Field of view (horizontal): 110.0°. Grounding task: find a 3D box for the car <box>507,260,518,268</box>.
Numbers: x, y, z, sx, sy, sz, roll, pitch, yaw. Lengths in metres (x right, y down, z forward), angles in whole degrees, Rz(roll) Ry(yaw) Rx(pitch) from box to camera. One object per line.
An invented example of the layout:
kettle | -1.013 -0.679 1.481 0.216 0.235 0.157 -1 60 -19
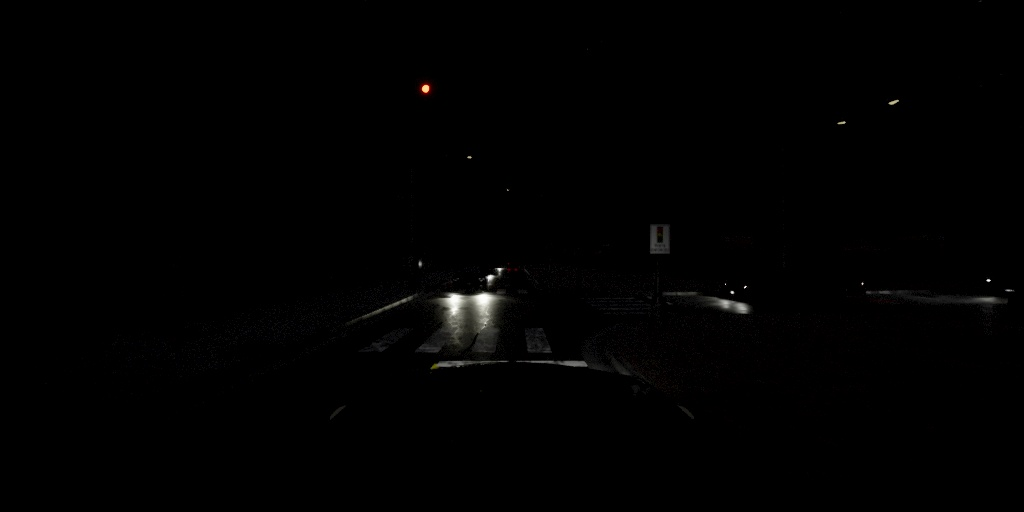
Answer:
car | 0.061 1.389 62.383 1.895 1.301 4.718 0 0 0

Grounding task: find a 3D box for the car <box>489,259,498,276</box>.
car | -2.868 1.307 38.314 2.033 1.411 5.357 0 0 0

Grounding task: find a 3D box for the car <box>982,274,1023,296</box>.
car | 24.346 1.209 15.992 4.718 1.301 1.895 0 0 0

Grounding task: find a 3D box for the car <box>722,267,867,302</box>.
car | 12.451 1.218 15.951 5.357 1.411 2.033 0 0 0

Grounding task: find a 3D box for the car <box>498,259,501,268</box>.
car | -2.801 1.294 61.045 1.837 1.490 4.892 0 -1 0

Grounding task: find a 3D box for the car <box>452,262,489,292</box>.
car | -2.558 1.228 21.733 1.882 1.535 5.008 0 0 -6
